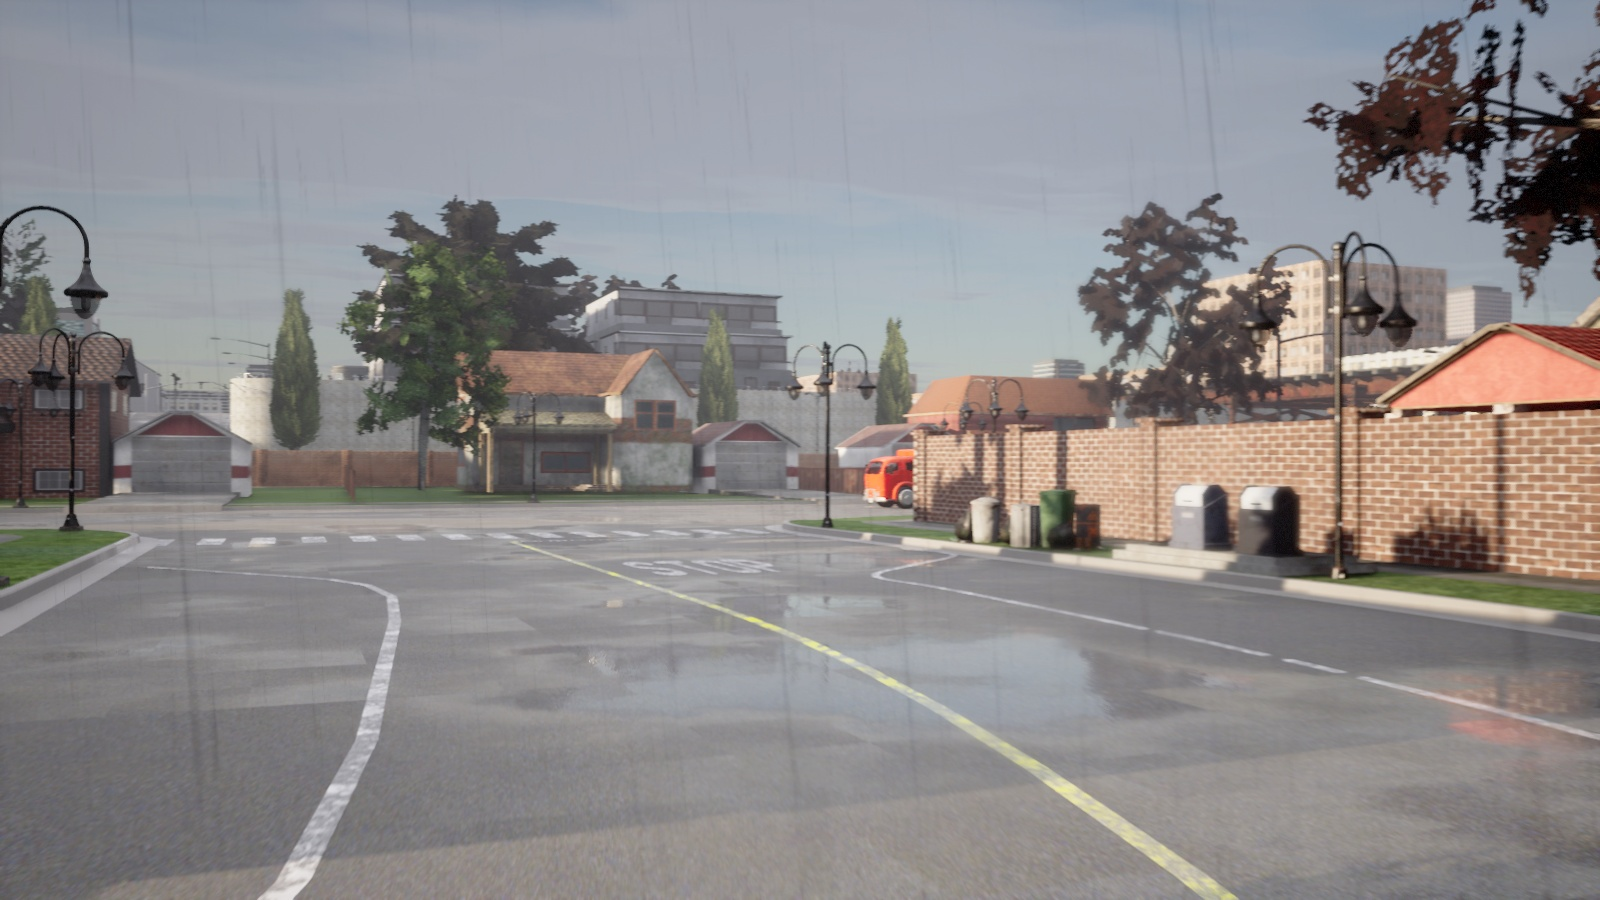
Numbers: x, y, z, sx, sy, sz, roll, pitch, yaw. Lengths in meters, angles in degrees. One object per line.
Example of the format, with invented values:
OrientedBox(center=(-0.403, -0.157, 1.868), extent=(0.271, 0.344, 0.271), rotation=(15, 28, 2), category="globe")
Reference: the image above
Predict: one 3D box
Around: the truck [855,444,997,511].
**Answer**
OrientedBox(center=(5.294, 1.124, 52.838), extent=(5.204, 2.467, 2.627), rotation=(-3, 0, -22), category="truck")
